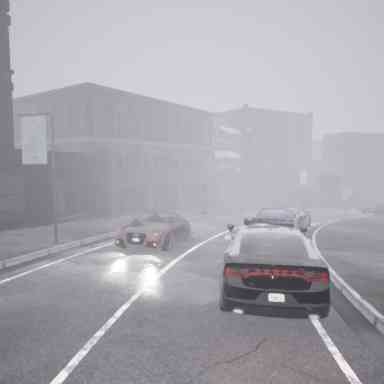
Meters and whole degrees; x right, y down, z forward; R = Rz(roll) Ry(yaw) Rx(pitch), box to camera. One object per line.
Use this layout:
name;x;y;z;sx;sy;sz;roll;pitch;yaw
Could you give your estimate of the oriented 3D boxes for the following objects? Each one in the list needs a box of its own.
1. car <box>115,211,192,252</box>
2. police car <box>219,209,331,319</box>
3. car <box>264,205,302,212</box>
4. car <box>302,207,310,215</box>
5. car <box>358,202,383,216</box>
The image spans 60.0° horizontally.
car;-1.417;1.491;13.660;1.994;1.385;4.181;1;1;17
police car;1.743;1.432;7.673;1.930;1.638;5.238;1;0;10
car;4.254;1.518;16.688;1.882;1.535;5.008;2;0;21
car;6.612;1.609;21.858;1.812;1.442;4.674;2;1;28
car;22.469;2.098;40.392;5.357;1.411;2.033;2;3;-32
